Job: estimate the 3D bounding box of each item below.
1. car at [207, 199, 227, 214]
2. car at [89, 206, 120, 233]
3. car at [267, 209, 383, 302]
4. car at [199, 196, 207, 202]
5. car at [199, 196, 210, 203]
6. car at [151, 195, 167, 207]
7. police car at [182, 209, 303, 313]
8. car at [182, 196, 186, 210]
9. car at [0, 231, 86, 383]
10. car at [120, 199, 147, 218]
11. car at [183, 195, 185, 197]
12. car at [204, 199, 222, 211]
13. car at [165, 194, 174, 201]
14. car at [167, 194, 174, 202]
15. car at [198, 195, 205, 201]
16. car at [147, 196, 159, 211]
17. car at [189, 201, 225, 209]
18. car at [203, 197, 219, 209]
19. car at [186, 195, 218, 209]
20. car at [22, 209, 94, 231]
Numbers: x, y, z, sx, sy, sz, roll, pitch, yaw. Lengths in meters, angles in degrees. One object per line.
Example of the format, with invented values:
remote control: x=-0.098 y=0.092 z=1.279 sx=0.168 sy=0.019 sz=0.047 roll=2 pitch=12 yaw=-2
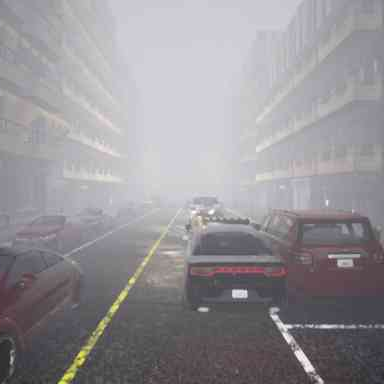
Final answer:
car: x=2.633 y=1.563 z=36.354 sx=1.752 sy=1.417 sz=4.829 roll=-1 pitch=0 yaw=0
car: x=-5.725 y=1.602 z=19.396 sx=1.802 sy=1.307 sz=4.206 roll=-1 pitch=0 yaw=0
car: x=2.666 y=1.323 z=8.174 sx=2.192 sy=1.841 sz=5.009 roll=-1 pitch=0 yaw=0
car: x=2.576 y=1.613 z=81.170 sx=1.752 sy=1.417 sz=4.829 roll=-1 pitch=0 yaw=0
car: x=2.591 y=1.640 z=69.796 sx=1.947 sy=1.339 sz=4.313 roll=-1 pitch=0 yaw=0
car: x=-5.771 y=1.371 z=53.008 sx=2.192 sy=1.841 sz=5.009 roll=-1 pitch=0 yaw=0
police car: x=0.787 y=1.434 z=7.918 sx=1.930 sy=1.638 sz=5.238 roll=0 pitch=0 yaw=0
car: x=-0.038 y=1.610 z=44.490 sx=1.994 sy=1.385 sz=4.181 roll=0 pitch=0 yaw=0
car: x=-3.106 y=1.569 z=4.963 sx=1.994 sy=1.385 sz=4.181 roll=0 pitch=0 yaw=0
car: x=-5.739 y=1.582 z=30.600 sx=2.008 sy=1.369 sz=4.403 roll=-1 pitch=0 yaw=0
car: x=-0.070 y=1.621 z=54.439 sx=1.994 sy=1.385 sz=4.181 roll=0 pitch=0 yaw=0
car: x=2.627 y=1.609 z=41.786 sx=1.947 sy=1.339 sz=4.313 roll=-1 pitch=0 yaw=0
car: x=-5.814 y=1.409 z=86.621 sx=2.192 sy=1.841 sz=5.009 roll=-1 pitch=0 yaw=0
car: x=-5.804 y=1.638 z=81.018 sx=2.008 sy=1.369 sz=4.403 roll=-1 pitch=0 yaw=0
car: x=2.561 y=1.541 z=92.205 sx=1.967 sy=1.590 sz=4.097 roll=-1 pitch=0 yaw=0
car: x=-5.754 y=1.594 z=41.804 sx=2.008 sy=1.369 sz=4.403 roll=-1 pitch=0 yaw=0
car: x=0.876 y=1.474 z=17.992 sx=1.801 sy=1.575 sz=5.366 roll=0 pitch=0 yaw=0
car: x=2.618 y=1.489 z=47.388 sx=1.967 sy=1.590 sz=4.097 roll=-1 pitch=0 yaw=0
car: x=0.870 y=1.249 z=23.833 sx=2.150 sy=2.045 sz=5.566 roll=0 pitch=0 yaw=0
car: x=-5.718 y=1.596 z=13.794 sx=1.802 sy=1.307 sz=4.206 roll=-1 pitch=0 yaw=0
